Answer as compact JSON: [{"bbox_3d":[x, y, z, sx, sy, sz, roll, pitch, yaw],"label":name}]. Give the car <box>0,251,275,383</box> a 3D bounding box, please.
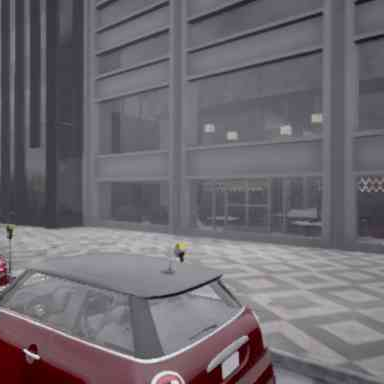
[{"bbox_3d":[-1.264,1.440,3.860,4.097,1.590,1.967,0,0,35],"label":"car"}]
